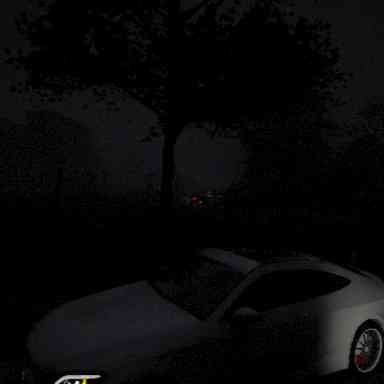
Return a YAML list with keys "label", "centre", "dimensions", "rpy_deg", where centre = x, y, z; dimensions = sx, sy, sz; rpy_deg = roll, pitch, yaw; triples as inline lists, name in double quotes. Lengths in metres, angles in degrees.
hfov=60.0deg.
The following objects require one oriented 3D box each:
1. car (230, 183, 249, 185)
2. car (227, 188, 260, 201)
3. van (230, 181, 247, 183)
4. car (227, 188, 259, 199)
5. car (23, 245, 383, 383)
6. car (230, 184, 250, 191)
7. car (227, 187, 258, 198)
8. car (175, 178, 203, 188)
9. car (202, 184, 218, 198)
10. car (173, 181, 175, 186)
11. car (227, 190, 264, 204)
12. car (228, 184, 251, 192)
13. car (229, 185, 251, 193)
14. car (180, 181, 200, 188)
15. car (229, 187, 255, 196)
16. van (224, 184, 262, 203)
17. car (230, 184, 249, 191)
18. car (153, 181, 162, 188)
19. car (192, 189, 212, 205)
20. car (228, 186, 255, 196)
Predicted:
- label: "car"
  centre: [8.967, -0.149, 59.359]
  dimensions: [4.553, 1.767, 2.185]
  rpy_deg: [4, 3, 7]
- label: "car"
  centre: [7.919, 0.378, 51.115]
  dimensions: [4.792, 1.488, 2.163]
  rpy_deg: [4, 3, 7]
- label: "van"
  centre: [10.441, -0.737, 70.349]
  dimensions: [4.442, 1.987, 1.878]
  rpy_deg: [4, 3, 7]
- label: "car"
  centre: [8.231, 0.223, 53.868]
  dimensions: [4.892, 1.521, 2.231]
  rpy_deg: [4, 3, 7]
- label: "car"
  centre: [0.548, 1.446, 4.095]
  dimensions: [4.674, 1.442, 1.812]
  rpy_deg: [1, 1, -29]
- label: "car"
  centre: [12.070, -1.101, 84.129]
  dimensions: [4.792, 1.488, 2.163]
  rpy_deg: [4, 3, 7]
- label: "car"
  centre: [8.589, 0.098, 56.618]
  dimensions: [5.008, 1.535, 2.097]
  rpy_deg: [4, 3, 7]
- label: "car"
  centre: [-0.692, -2.269, 87.603]
  dimensions: [5.566, 2.045, 2.435]
  rpy_deg: [4, 3, 7]
- label: "car"
  centre: [2.829, 0.087, 51.227]
  dimensions: [1.837, 1.490, 4.892]
  rpy_deg: [4, 3, 8]
- label: "car"
  centre: [-5.851, -2.497, 92.340]
  dimensions: [2.033, 1.411, 5.357]
  rpy_deg: [4, 3, 7]
- label: "car"
  centre: [7.227, 0.627, 45.613]
  dimensions: [4.792, 1.488, 2.163]
  rpy_deg: [4, 3, 7]
- label: "car"
  centre: [11.513, -1.024, 81.402]
  dimensions: [5.366, 1.575, 1.946]
  rpy_deg: [4, 3, 7]
- label: "car"
  centre: [10.974, -0.737, 75.882]
  dimensions: [4.792, 1.488, 2.163]
  rpy_deg: [4, 3, 7]
- label: "car"
  centre: [-0.512, -2.155, 90.414]
  dimensions: [5.366, 1.575, 1.946]
  rpy_deg: [4, 3, 7]
- label: "car"
  centre: [9.271, -0.110, 62.123]
  dimensions: [4.674, 1.452, 2.002]
  rpy_deg: [4, 3, 7]
- label: "van"
  centre: [6.750, 0.488, 42.868]
  dimensions: [4.442, 1.987, 1.878]
  rpy_deg: [4, 3, 7]
- label: "car"
  centre: [12.395, -1.254, 86.881]
  dimensions: [4.892, 1.521, 2.231]
  rpy_deg: [4, 3, 7]
- label: "car"
  centre: [-8.059, -1.706, 74.974]
  dimensions: [1.994, 1.385, 4.181]
  rpy_deg: [4, 3, 7]
- label: "car"
  centre: [0.932, 0.718, 38.034]
  dimensions: [1.895, 1.301, 4.718]
  rpy_deg: [3, 2, 0]
- label: "car"
  centre: [9.616, -0.273, 64.872]
  dimensions: [5.008, 1.535, 2.097]
  rpy_deg: [4, 3, 7]
